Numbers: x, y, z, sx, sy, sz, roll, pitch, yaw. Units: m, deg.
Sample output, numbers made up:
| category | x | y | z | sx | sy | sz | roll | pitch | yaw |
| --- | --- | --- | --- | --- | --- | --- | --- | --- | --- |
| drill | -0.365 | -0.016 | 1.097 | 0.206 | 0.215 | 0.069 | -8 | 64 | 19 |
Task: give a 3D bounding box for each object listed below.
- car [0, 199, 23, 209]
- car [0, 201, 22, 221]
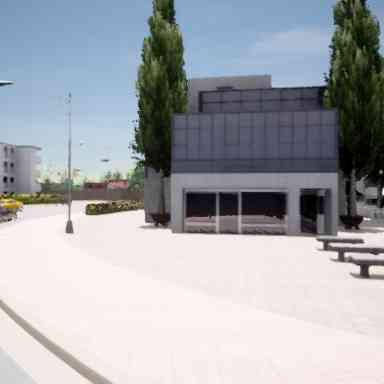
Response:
| category | x | y | z | sx | sy | sz | roll | pitch | yaw |
| --- | --- | --- | --- | --- | --- | --- | --- | --- | --- |
| car | -22.026 | 1.613 | 39.036 | 1.882 | 1.535 | 5.008 | 0 | 0 | 8 |
| car | -15.121 | 1.632 | 25.180 | 2.033 | 1.411 | 5.357 | 0 | 0 | -8 |
